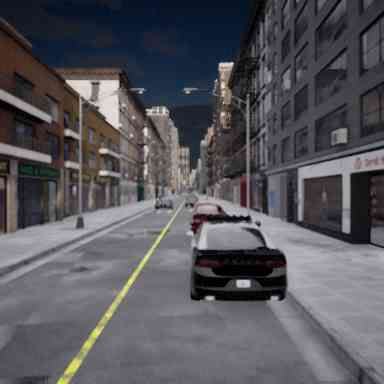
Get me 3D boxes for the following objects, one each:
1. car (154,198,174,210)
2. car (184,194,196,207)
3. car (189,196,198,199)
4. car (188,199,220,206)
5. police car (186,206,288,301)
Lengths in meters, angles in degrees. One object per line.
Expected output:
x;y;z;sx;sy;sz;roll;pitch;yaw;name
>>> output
-3.126;1.354;38.177;1.994;1.385;4.181;0;0;0;car
-0.020;1.308;44.967;2.033;1.411;5.357;0;0;0;car
0.883;1.315;24.456;1.801;1.575;5.366;0;0;0;car
0.887;1.370;18.265;1.882;1.535;5.008;0;0;0;car
0.894;1.374;8.375;1.930;1.638;5.238;0;0;0;police car
